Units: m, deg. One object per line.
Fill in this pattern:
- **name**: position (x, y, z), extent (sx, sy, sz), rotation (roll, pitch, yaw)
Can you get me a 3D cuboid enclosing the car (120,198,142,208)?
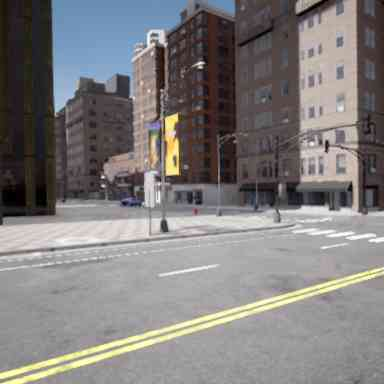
- **car**: position (-9.585, 1.619, 52.238), extent (1.882, 1.535, 5.008), rotation (-1, 1, -35)
